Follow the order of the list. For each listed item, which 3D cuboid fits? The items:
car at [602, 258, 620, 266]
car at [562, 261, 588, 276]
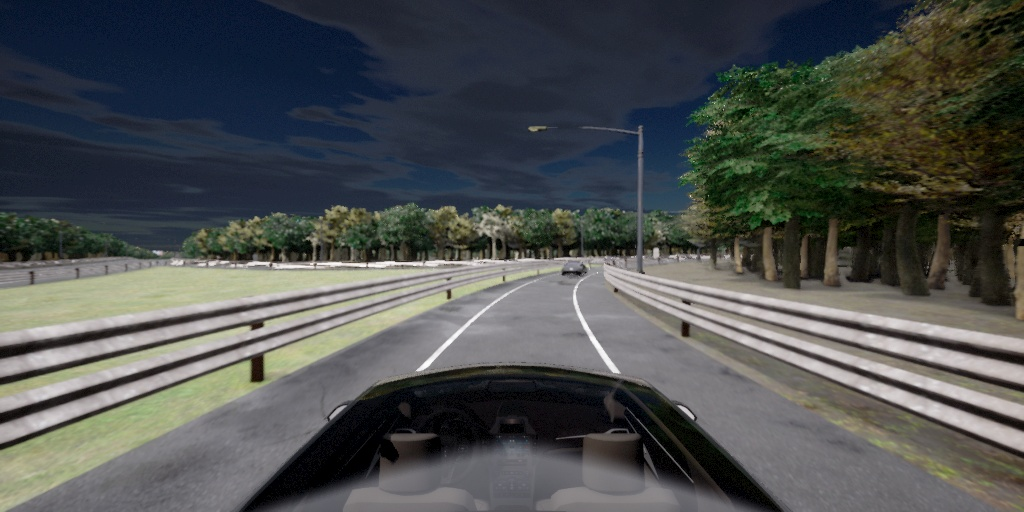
[{"bbox_3d":[14.988,1.004,53.665,2.128,1.511,4.902,0,1,32],"label":"car"},{"bbox_3d":[6.225,1.186,35.364,1.994,1.385,4.181,0,0,20],"label":"car"}]
